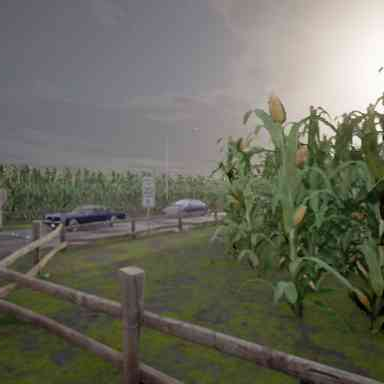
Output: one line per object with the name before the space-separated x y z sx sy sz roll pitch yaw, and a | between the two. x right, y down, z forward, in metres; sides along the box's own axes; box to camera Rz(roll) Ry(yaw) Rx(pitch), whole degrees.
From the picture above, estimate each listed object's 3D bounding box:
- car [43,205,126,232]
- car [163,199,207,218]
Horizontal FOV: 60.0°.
car | -6.270 1.485 19.794 1.895 1.301 4.718 0 1 34
car | -0.486 1.345 27.942 1.812 1.442 4.674 0 1 35
